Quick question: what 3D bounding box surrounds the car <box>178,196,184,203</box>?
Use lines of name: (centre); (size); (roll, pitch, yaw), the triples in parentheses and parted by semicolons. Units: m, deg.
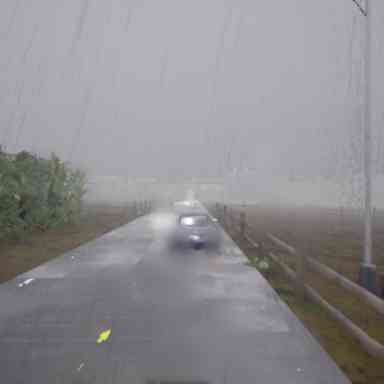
car: (-2.733, 1.713, 76.599); (2.033, 1.411, 5.357); (0, 0, 0)

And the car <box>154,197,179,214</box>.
car: (-2.838, 1.527, 35.015); (2.128, 1.511, 4.902); (0, 0, 0)

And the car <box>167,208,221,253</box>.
car: (0.096, 1.565, 13.633); (1.994, 1.385, 4.181); (0, 0, 0)
